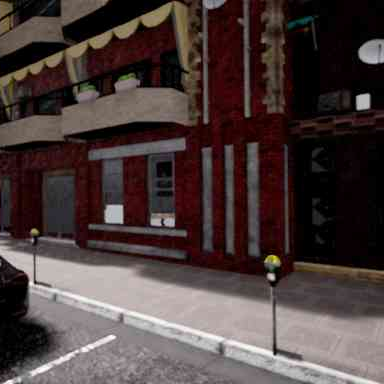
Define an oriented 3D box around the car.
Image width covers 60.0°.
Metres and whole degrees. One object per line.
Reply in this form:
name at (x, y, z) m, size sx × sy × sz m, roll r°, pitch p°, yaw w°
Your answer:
car at (-4.676, 1.586, 6.062) m, size 4.313 × 1.339 × 1.947 m, roll 0°, pitch -1°, yaw 35°
